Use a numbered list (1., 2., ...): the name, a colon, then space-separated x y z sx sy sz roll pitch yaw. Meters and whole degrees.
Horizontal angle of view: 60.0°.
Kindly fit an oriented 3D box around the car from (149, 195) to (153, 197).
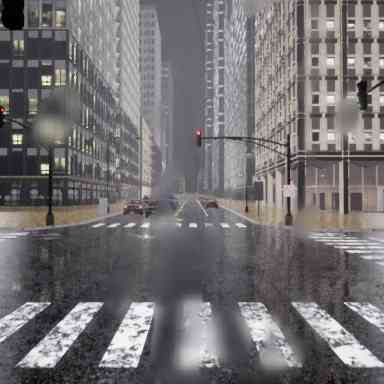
1. car: -5.694 1.332 44.896 2.192 1.841 5.009 1 0 0

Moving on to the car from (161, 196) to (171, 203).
1. car: -5.713 1.573 72.771 1.887 1.381 4.507 1 0 0

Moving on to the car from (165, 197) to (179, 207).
1. car: -3.110 1.526 52.178 1.837 1.490 4.892 0 0 0

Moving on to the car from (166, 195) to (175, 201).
1. car: -5.721 1.587 89.497 2.008 1.369 4.403 1 0 0

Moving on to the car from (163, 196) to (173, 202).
1. car: -5.715 1.581 78.347 2.008 1.369 4.403 1 0 0

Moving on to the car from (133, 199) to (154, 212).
1. car: -5.697 1.597 39.321 1.802 1.307 4.206 1 0 0

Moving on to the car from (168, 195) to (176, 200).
1. car: -5.724 1.604 95.072 1.947 1.339 4.313 1 0 0

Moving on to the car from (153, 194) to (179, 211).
1. car: -3.115 1.237 40.874 2.150 2.045 5.566 0 0 0

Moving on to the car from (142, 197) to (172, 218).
1. car: -3.115 1.516 30.429 1.837 1.490 4.892 0 0 0

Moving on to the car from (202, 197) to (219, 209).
1. car: 2.680 1.599 44.962 1.802 1.307 4.206 1 0 0

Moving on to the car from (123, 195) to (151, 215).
1. car: -5.691 1.453 33.745 1.967 1.590 4.097 1 0 0

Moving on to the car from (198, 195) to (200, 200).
1. car: 2.673 1.590 61.695 1.947 1.339 4.313 1 0 0

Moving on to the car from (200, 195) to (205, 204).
1. car: 2.677 1.547 56.288 1.752 1.417 4.829 1 0 0
